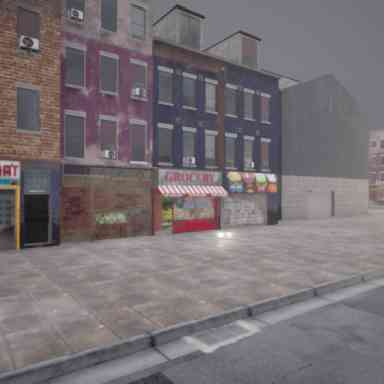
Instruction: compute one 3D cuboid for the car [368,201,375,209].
[{"bbox_3d":[23.643,1.472,47.756,2.097,1.767,4.553,0,0,-36],"label":"car"}]
